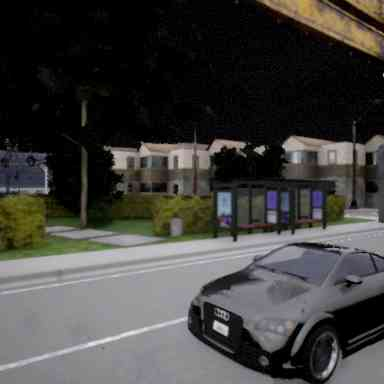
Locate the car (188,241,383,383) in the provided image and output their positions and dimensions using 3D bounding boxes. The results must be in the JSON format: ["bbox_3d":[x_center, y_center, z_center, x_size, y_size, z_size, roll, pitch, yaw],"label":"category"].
[{"bbox_3d":[2.002,1.557,5.404,4.181,1.385,1.994,0,0,-35],"label":"car"}]
